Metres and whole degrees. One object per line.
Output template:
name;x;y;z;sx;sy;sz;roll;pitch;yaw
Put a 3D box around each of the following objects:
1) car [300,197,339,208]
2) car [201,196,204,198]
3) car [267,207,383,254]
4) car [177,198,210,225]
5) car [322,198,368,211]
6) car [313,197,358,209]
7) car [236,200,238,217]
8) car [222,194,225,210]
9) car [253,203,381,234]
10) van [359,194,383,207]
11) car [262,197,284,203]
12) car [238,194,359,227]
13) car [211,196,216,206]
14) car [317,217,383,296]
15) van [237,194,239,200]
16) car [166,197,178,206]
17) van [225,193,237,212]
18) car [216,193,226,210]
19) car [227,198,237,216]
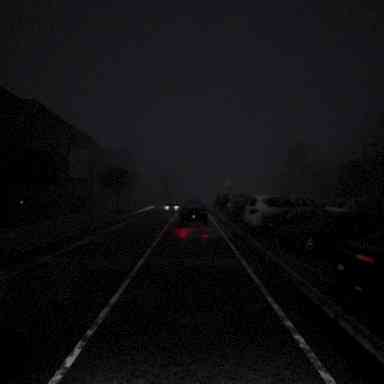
car;18.710;1.496;49.068;5.008;1.535;2.097;0;0;0
car;0.130;1.481;40.872;1.837;1.490;4.892;0;0;0
car;5.597;1.469;12.688;4.792;1.488;2.163;0;0;0
car;0.118;1.448;23.984;1.882;1.535;5.008;0;0;0
car;18.707;1.493;40.713;4.674;1.452;2.002;0;0;0
car;18.713;1.463;43.500;5.008;1.535;2.097;0;0;0
car;5.615;1.437;21.097;5.008;1.535;2.097;0;0;0
car;5.587;1.311;32.312;4.553;1.767;2.185;0;0;0
car;5.620;1.439;15.486;4.892;1.521;2.231;0;0;0
van;18.815;1.211;32.364;4.442;1.987;1.878;0;0;0
car;18.755;1.802;77.552;4.674;1.452;2.002;0;-1;0
car;5.651;1.186;18.293;5.566;2.045;2.435;0;0;0
car;5.656;1.212;43.523;5.566;2.045;2.435;0;0;0
car;5.624;1.449;7.081;5.008;1.535;2.097;0;0;0
van;5.736;1.211;23.901;4.442;1.987;1.878;0;0;0
car;-3.269;1.586;54.558;1.837;1.490;4.892;0;0;0
van;5.502;1.211;29.508;4.442;1.987;1.878;0;0;0
car;5.648;1.189;35.113;5.566;2.045;2.435;0;0;0
car;5.613;1.438;26.703;4.892;1.521;2.231;0;0;0
